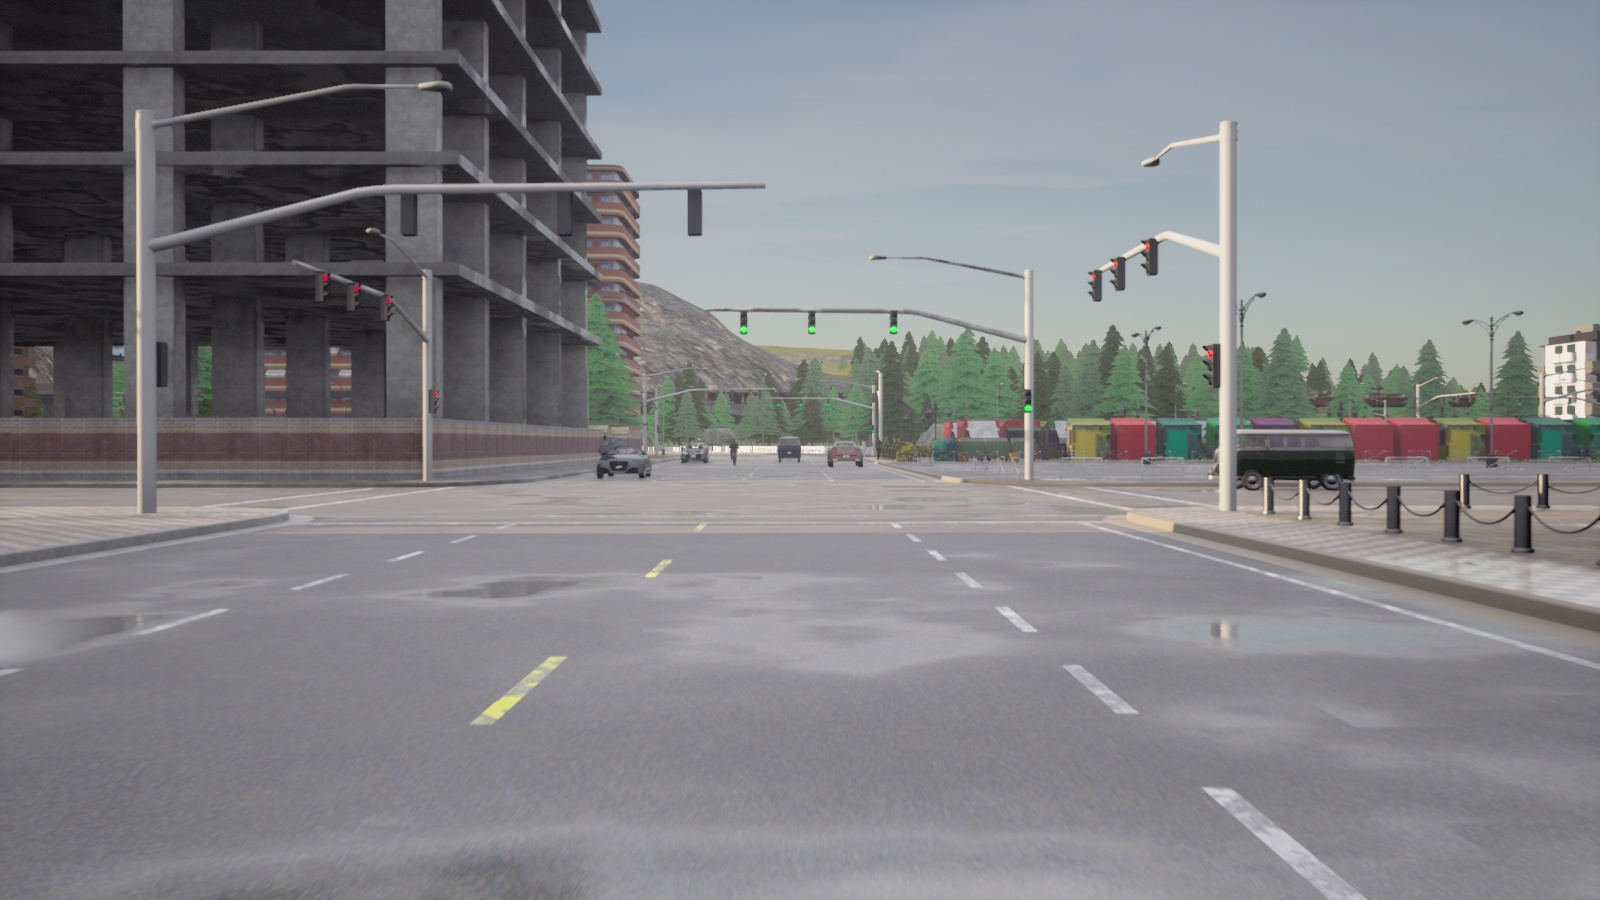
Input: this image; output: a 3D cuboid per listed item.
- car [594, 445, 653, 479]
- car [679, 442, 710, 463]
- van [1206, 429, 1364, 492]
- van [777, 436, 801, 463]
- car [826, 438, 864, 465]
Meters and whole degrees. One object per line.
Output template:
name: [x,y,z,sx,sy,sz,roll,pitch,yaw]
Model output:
car: [-7.536,0.500,54.008,1.994,1.385,4.181,0,0,0]
car: [-7.799,0.181,93.147,1.970,1.475,3.806,0,0,0]
van: [15.724,0.337,40.879,4.442,1.987,1.775,0,0,0]
van: [-0.825,-0.047,96.875,1.775,1.987,4.442,0,0,0]
car: [2.797,0.082,79.001,2.152,1.651,5.027,0,0,0]
